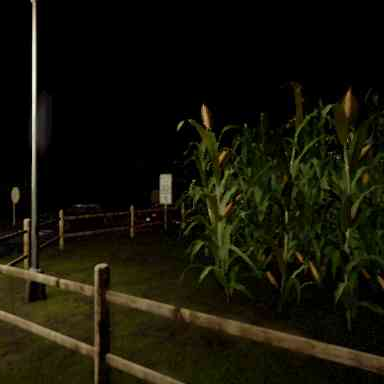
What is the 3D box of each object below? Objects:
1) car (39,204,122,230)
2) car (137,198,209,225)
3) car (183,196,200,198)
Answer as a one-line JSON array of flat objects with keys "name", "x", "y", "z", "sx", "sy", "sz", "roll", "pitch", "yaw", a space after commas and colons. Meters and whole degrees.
[{"name": "car", "x": -6.556, "y": 1.392, "z": 19.549, "sx": 1.895, "sy": 1.301, "sz": 4.718, "roll": 0, "pitch": 1, "yaw": 39}, {"name": "car", "x": -1.211, "y": 1.325, "z": 21.664, "sx": 1.895, "sy": 1.301, "sz": 4.718, "roll": 0, "pitch": 1, "yaw": 40}, {"name": "car", "x": -0.405, "y": 1.144, "z": 27.251, "sx": 1.837, "sy": 1.490, "sz": 4.892, "roll": 0, "pitch": 1, "yaw": 39}]
